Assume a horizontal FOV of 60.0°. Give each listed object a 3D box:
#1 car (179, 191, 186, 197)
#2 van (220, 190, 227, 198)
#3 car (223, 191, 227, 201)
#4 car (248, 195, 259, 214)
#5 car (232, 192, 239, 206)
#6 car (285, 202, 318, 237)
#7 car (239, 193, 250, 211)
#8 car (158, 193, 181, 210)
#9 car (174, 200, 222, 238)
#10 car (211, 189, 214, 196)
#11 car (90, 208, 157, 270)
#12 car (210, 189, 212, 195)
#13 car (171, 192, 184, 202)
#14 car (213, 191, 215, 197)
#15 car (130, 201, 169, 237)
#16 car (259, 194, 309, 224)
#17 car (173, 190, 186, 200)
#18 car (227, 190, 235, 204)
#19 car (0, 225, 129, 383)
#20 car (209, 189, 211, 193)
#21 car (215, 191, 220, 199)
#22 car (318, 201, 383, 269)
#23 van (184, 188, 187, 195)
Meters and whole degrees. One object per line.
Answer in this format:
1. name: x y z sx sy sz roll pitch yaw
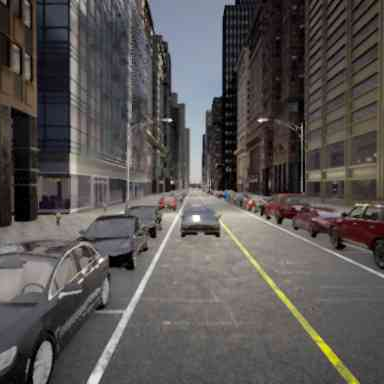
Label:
1. car: -2.306 0.404 83.148 1.752 1.417 4.829 0 1 0
2. van: 6.184 0.607 55.306 1.690 1.788 3.998 0 1 0
3. car: 6.177 0.922 49.709 1.802 1.307 4.206 0 1 0
4. car: 6.150 1.205 27.304 1.947 1.339 4.313 0 1 0
5. car: 6.163 1.055 38.506 1.947 1.339 4.313 0 1 0
6. car: 6.136 1.372 16.102 1.802 1.307 4.206 0 1 0
7. car: 6.156 1.004 32.903 1.967 1.590 4.097 0 1 0
8. car: -2.369 1.093 32.904 1.887 1.381 4.507 0 1 0
9. car: 0.376 1.321 16.444 2.033 1.411 5.357 0 1 0
10. car: 6.212 0.408 77.713 1.967 1.590 4.097 0 1 0
11. car: -2.396 1.415 10.497 1.947 1.339 4.313 0 1 0
12. car: 6.219 0.416 83.486 1.752 1.417 4.829 0 1 0
13. car: -2.341 0.794 55.310 1.887 1.381 4.507 0 1 0
14. car: 6.205 0.587 72.114 1.887 1.381 4.507 0 1 0
15. car: -2.389 1.339 16.098 1.947 1.339 4.313 0 1 0
16. car: 6.142 1.029 21.699 2.192 1.841 5.009 0 1 0
17. car: -2.348 0.764 49.707 1.967 1.590 4.097 0 1 0
18. car: 6.170 0.855 44.105 1.967 1.590 4.097 0 1 0
19. car: -2.403 1.477 4.896 2.008 1.369 4.403 0 1 0
20. car: 6.226 0.401 88.918 1.802 1.307 4.206 0 1 0
21. car: 6.198 0.661 66.512 1.887 1.381 4.507 0 1 0
22. car: 6.128 1.181 10.496 2.192 1.841 5.009 0 1 0
23. van: -2.327 0.441 66.511 1.690 1.788 3.998 0 1 0
